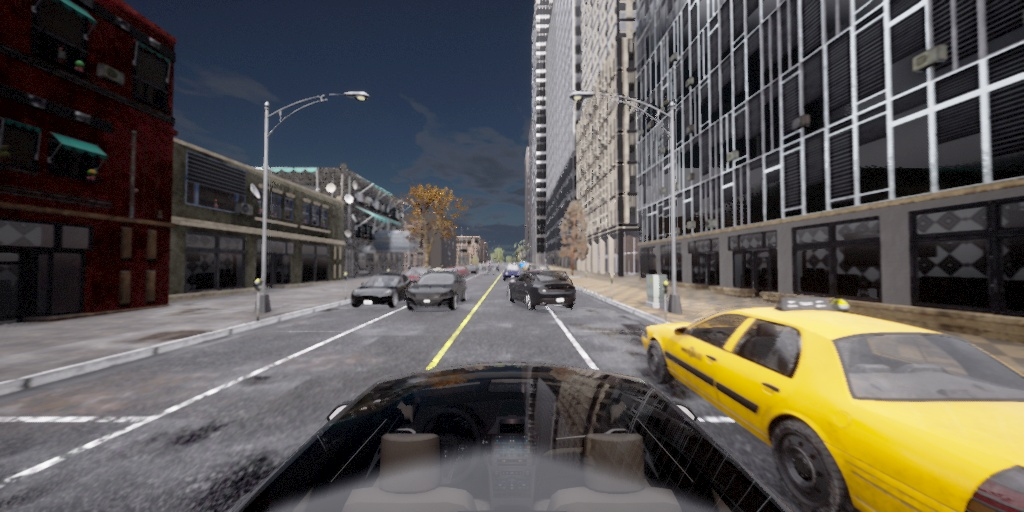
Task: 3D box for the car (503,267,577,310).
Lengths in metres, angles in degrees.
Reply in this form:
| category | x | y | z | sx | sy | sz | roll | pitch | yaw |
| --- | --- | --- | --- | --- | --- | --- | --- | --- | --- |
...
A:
| category | x | y | z | sx | sy | sz | roll | pitch | yaw |
| --- | --- | --- | --- | --- | --- | --- | --- | --- | --- |
| car | 1.145 | 1.412 | 15.645 | 1.837 | 1.490 | 4.892 | 0 | 0 | -16 |

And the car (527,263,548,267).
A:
| category | x | y | z | sx | sy | sz | roll | pitch | yaw |
| --- | --- | --- | --- | --- | --- | --- | --- | --- | --- |
| car | 2.656 | 1.546 | 33.209 | 1.967 | 1.591 | 4.097 | 0 | 0 | 0 |

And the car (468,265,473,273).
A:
| category | x | y | z | sx | sy | sz | roll | pitch | yaw |
| --- | --- | --- | --- | --- | --- | --- | --- | --- | --- |
| car | -5.692 | 1.717 | 38.907 | 1.888 | 1.381 | 4.507 | 0 | 0 | 0 |

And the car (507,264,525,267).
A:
| category | x | y | z | sx | sy | sz | roll | pitch | yaw |
| --- | --- | --- | --- | --- | --- | --- | --- | --- | --- |
| car | 0.089 | 1.745 | 36.508 | 1.895 | 1.301 | 4.718 | 0 | -1 | 0 |

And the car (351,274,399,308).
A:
| category | x | y | z | sx | sy | sz | roll | pitch | yaw |
| --- | --- | --- | --- | --- | --- | --- | --- | --- | --- |
| car | -5.690 | 1.481 | 16.332 | 1.948 | 1.339 | 4.313 | 0 | 0 | 0 |

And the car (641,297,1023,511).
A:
| category | x | y | z | sx | sy | sz | roll | pitch | yaw |
| --- | --- | --- | --- | --- | --- | --- | --- | --- | --- |
| car | 3.150 | 1.234 | 4.161 | 1.801 | 1.575 | 5.366 | 0 | -1 | 0 |

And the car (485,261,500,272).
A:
| category | x | y | z | sx | sy | sz | roll | pitch | yaw |
| --- | --- | --- | --- | --- | --- | --- | --- | --- | --- |
| car | -3.003 | 1.964 | 60.433 | 1.812 | 1.442 | 4.674 | 0 | -1 | 0 |

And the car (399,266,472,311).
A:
| category | x | y | z | sx | sy | sz | roll | pitch | yaw |
| --- | --- | --- | --- | --- | --- | --- | --- | --- | --- |
| car | -3.102 | 1.384 | 15.586 | 1.882 | 1.535 | 5.008 | 0 | 0 | 0 |

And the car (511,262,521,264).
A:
| category | x | y | z | sx | sy | sz | roll | pitch | yaw |
| --- | --- | --- | --- | --- | --- | --- | --- | --- | --- |
| car | 0.083 | 1.905 | 57.089 | 1.812 | 1.442 | 4.674 | 0 | -1 | 0 |

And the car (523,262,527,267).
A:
| category | x | y | z | sx | sy | sz | roll | pitch | yaw |
| --- | --- | --- | --- | --- | --- | --- | --- | --- | --- |
| car | 2.656 | 1.801 | 44.497 | 1.948 | 1.339 | 4.313 | 0 | 0 | 0 |

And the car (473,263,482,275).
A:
| category | x | y | z | sx | sy | sz | roll | pitch | yaw |
| --- | --- | --- | --- | --- | --- | --- | --- | --- | --- |
| car | -5.693 | 1.867 | 50.194 | 1.948 | 1.339 | 4.313 | 0 | 0 | 0 |

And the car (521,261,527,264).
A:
| category | x | y | z | sx | sy | sz | roll | pitch | yaw |
| --- | --- | --- | --- | --- | --- | --- | --- | --- | --- |
| car | 2.655 | 1.954 | 61.597 | 1.751 | 1.417 | 4.829 | 0 | 0 | 0 |
